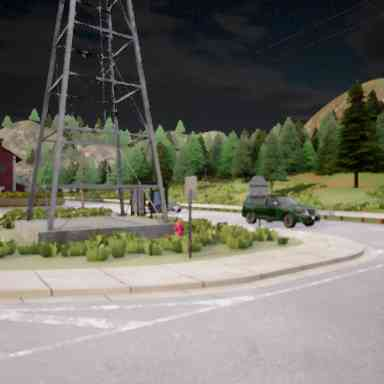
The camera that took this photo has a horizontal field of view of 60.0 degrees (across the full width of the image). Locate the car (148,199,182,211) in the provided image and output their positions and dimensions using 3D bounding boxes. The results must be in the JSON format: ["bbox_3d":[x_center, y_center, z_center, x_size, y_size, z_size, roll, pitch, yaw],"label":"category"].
[{"bbox_3d":[-2.926,1.470,35.075,2.128,1.511,4.902,0,0,-34],"label":"car"}]

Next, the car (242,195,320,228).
[{"bbox_3d":[5.732,1.197,22.262,2.150,2.045,5.566,0,0,-34],"label":"car"}]
